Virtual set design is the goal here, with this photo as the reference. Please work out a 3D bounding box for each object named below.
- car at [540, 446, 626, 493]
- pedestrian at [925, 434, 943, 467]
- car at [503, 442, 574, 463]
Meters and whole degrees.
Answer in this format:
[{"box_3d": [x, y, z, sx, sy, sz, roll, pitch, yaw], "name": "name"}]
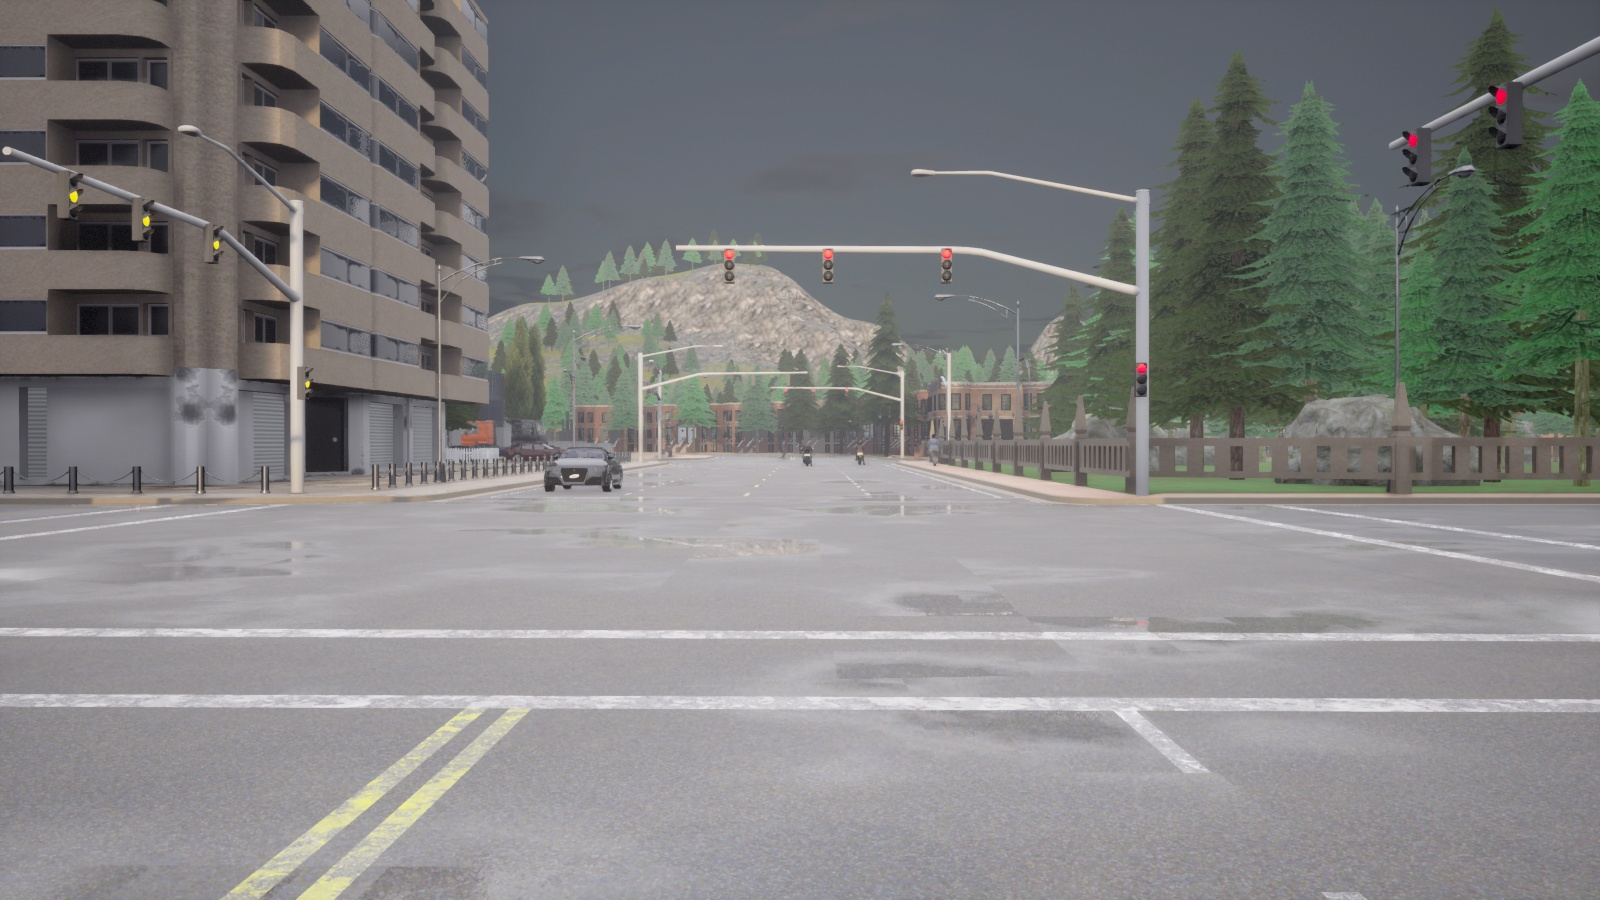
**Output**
[{"box_3d": [-6.774, 0.582, 39.592, 1.994, 1.385, 4.181, 0, 0, 0], "name": "car"}, {"box_3d": [7.512, 0.013, 70.471, 0.874, 1.855, 0.900, 0, 0, -2], "name": "pedestrian"}, {"box_3d": [-19.808, 0.170, 95.341, 5.008, 1.535, 1.882, 0, 0, 0], "name": "car"}]
